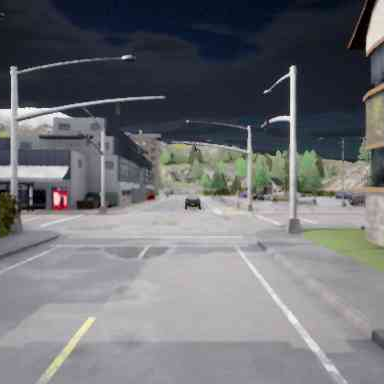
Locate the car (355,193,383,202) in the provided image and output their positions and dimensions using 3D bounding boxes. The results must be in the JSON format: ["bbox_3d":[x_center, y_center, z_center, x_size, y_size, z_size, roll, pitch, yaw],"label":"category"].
[{"bbox_3d":[32.264,0.970,60.220,4.514,1.523,2.007,0,0,0],"label":"car"}]

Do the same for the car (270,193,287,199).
[{"bbox_3d":[21.314,0.931,82.205,3.806,1.475,1.970,0,0,0],"label":"car"}]

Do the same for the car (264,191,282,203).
[{"bbox_3d":[14.169,0.878,50.901,5.027,1.636,2.152,0,0,0],"label":"car"}]

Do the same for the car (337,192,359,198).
[{"bbox_3d":[39.928,0.869,85.195,4.514,1.523,2.007,0,0,0],"label":"car"}]

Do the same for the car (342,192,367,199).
[{"bbox_3d":[39.980,0.878,82.058,5.027,1.636,2.152,0,0,0],"label":"car"}]

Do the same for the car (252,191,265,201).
[{"bbox_3d":[14.169,0.729,63.695,3.866,1.878,1.905,0,0,0],"label":"car"}]

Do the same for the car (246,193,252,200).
[{"bbox_3d":[13.757,0.733,66.601,4.605,1.855,1.932,0,0,0],"label":"car"}]

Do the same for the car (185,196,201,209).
[{"bbox_3d":[0.103,1.242,41.252,1.882,1.535,5.008,0,0,0],"label":"car"}]

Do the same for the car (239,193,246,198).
[{"bbox_3d":[13.894,0.903,85.185,3.633,1.501,1.845,0,0,0],"label":"car"}]

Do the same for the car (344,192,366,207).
[{"bbox_3d":[21.542,1.080,40.822,4.514,1.523,2.007,0,0,0],"label":"car"}]

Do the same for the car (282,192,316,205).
[{"bbox_3d":[14.493,0.994,44.484,3.806,1.475,1.970,0,0,0],"label":"car"}]

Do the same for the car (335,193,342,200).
[{"bbox_3d":[32.306,0.935,70.212,3.633,1.501,1.845,0,0,0],"label":"car"}]
